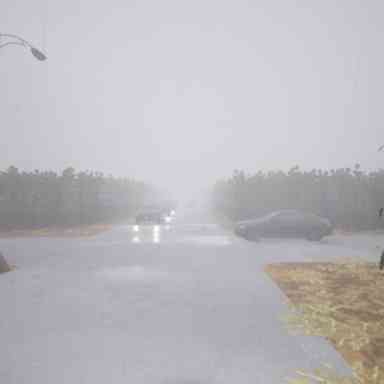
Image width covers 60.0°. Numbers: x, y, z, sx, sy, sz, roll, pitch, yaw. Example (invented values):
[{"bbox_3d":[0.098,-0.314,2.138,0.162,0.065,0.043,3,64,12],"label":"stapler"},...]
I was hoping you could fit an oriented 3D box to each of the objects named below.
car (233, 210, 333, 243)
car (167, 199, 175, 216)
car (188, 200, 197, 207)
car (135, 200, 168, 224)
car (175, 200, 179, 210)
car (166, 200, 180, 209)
[{"bbox_3d":[4.337,1.622,16.102,4.674,1.442,1.812,0,-1,0],"label":"car"},{"bbox_3d":[-3.223,1.679,36.086,1.882,1.535,5.008,0,0,0],"label":"car"},{"bbox_3d":[0.051,2.405,69.235,1.895,1.301,4.718,0,-1,0],"label":"car"},{"bbox_3d":[-3.269,1.668,26.615,1.837,1.490,4.892,0,-1,2],"label":"car"},{"bbox_3d":[-3.222,1.792,46.522,2.128,1.511,4.902,0,-1,0],"label":"car"},{"bbox_3d":[-3.200,2.104,56.357,2.033,1.411,5.357,0,-1,0],"label":"car"}]
